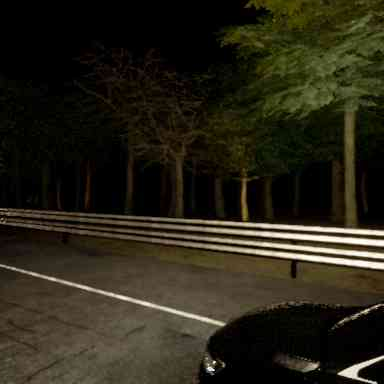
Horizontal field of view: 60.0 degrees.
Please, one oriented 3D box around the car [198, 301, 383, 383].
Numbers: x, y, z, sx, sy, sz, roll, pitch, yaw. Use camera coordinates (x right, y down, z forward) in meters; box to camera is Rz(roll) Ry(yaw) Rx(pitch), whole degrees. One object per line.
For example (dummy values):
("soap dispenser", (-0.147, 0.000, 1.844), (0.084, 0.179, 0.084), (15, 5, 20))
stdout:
("car", (2.311, 1.505, 2.347), (4.892, 1.490, 1.837), (0, 0, 35))
